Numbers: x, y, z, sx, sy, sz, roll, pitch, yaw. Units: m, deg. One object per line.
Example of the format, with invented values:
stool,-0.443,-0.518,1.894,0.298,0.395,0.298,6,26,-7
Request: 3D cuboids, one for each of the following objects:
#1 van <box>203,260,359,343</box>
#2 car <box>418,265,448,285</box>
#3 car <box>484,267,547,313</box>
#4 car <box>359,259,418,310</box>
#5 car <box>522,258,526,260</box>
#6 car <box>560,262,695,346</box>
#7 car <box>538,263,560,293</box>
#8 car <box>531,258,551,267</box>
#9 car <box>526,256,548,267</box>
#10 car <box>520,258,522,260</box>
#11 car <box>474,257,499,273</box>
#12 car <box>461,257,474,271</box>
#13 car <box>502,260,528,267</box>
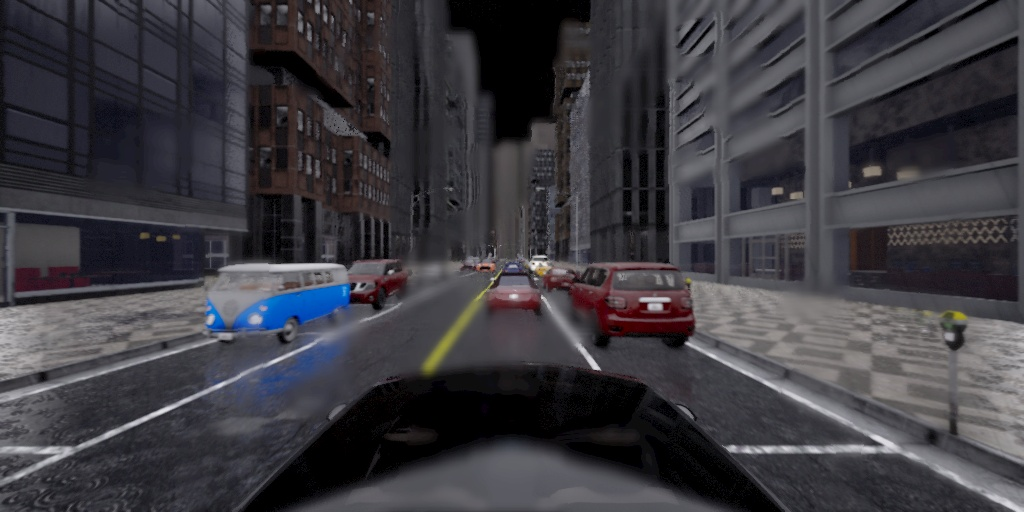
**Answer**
van,-5.762,1.090,9.303,1.690,1.789,3.998,0,0,0
car,-5.761,1.299,26.131,2.007,1.370,4.403,0,0,0
car,0.087,1.313,13.912,1.994,1.385,4.181,0,0,0
car,-5.762,1.064,14.912,2.192,1.841,5.009,0,0,0
car,2.766,1.276,54.356,1.751,1.417,4.829,0,0,0
car,2.763,1.064,9.313,2.192,1.841,5.009,0,0,0
car,2.764,1.294,20.531,1.888,1.381,4.507,0,0,0
car,3.152,1.206,34.427,1.801,1.575,5.366,0,0,0
car,3.109,0.978,41.267,2.150,2.045,5.566,0,0,0
car,2.766,1.277,59.965,1.751,1.417,4.829,0,0,0
car,-3.085,1.100,43.517,2.097,1.767,4.553,0,0,0
car,-5.759,1.190,48.570,1.967,1.591,4.097,0,0,0
car,0.083,1.274,29.661,1.812,1.442,4.674,0,0,0
